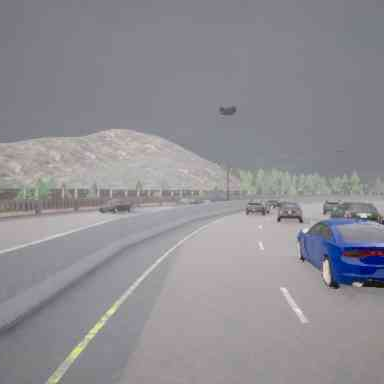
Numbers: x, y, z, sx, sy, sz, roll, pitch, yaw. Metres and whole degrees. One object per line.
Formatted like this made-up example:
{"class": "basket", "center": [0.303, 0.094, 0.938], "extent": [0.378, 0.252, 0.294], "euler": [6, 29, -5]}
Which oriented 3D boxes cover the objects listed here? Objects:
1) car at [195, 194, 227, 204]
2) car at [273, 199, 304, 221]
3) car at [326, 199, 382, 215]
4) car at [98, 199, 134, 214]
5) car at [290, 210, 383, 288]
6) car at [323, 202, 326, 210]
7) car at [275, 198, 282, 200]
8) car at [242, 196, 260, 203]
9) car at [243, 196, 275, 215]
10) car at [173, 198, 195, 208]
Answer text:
{"class": "car", "center": [2.822, 1.220, 42.731], "extent": [2.150, 2.045, 5.566], "euler": [0, 0, 26]}
{"class": "car", "center": [7.922, 1.547, 26.692], "extent": [2.033, 1.411, 5.357], "euler": [0, 0, 18]}
{"class": "car", "center": [9.690, 1.352, 19.859], "extent": [2.097, 1.767, 4.553], "euler": [0, 0, 13]}
{"class": "car", "center": [-7.876, 1.504, 34.927], "extent": [1.837, 1.490, 4.892], "euler": [0, 0, 20]}
{"class": "car", "center": [4.259, 1.477, 9.193], "extent": [1.882, 1.535, 5.008], "euler": [0, 0, 6]}
{"class": "car", "center": [14.924, 1.489, 35.035], "extent": [2.128, 1.511, 4.902], "euler": [0, 0, 24]}
{"class": "car", "center": [10.963, 1.503, 42.961], "extent": [1.837, 1.490, 4.892], "euler": [0, 0, 28]}
{"class": "car", "center": [12.379, 1.547, 70.008], "extent": [1.994, 1.385, 4.181], "euler": [0, 0, 39]}
{"class": "car", "center": [6.677, 1.490, 33.434], "extent": [2.128, 1.511, 4.902], "euler": [0, 0, 21]}
{"class": "car", "center": [-0.744, 1.525, 43.271], "extent": [1.812, 1.442, 4.674], "euler": [0, 0, 25]}
